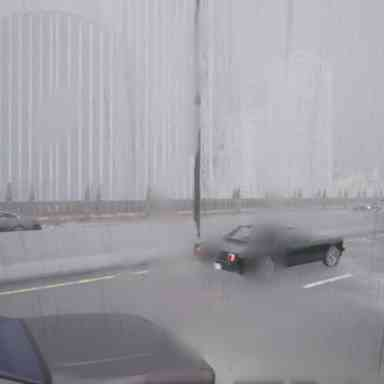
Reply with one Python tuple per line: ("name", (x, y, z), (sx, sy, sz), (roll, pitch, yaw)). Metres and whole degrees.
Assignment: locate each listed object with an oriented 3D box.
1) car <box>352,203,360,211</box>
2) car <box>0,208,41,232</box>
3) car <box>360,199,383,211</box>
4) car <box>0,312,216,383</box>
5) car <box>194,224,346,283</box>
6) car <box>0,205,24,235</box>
("car", (21.654, 1.680, 40.790), (4.718, 1.301, 1.895), (0, 0, -35))
("car", (-9.276, 1.482, 14.565), (4.902, 1.511, 2.128), (0, 0, -36))
("car", (17.119, 1.411, 29.002), (4.553, 1.767, 2.097), (0, 0, -35))
("car", (-2.330, 1.543, 2.079), (5.357, 1.411, 2.033), (0, 0, -35))
("car", (2.458, 1.613, 9.778), (4.718, 1.301, 1.895), (0, 0, -35))
("car", (-11.564, 1.492, 17.231), (4.892, 1.490, 1.837), (0, 0, -36))
